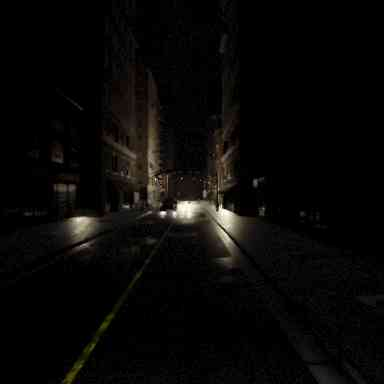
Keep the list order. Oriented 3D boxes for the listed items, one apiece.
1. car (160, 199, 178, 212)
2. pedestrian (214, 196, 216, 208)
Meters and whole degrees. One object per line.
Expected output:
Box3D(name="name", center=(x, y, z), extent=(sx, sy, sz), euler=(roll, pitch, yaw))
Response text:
Box3D(name="car", center=(-3.051, 1.680, 44.912), extent=(2.097, 1.767, 4.553), euler=(0, 0, 1))
Box3D(name="pedestrian", center=(3.627, 1.521, 51.848), extent=(0.375, 1.860, 0.375), euler=(0, 0, 0))
